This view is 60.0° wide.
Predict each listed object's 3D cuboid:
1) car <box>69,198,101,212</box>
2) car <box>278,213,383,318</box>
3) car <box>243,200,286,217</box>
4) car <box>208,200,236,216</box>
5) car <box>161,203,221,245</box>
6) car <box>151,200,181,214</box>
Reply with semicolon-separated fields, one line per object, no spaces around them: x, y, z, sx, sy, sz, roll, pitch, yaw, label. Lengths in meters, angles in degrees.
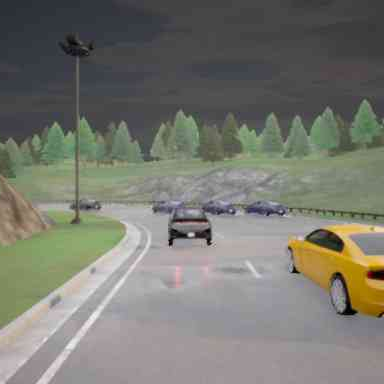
-12.286;1.450;38.244;4.674;1.442;1.812;0;-1;40;car
3.593;1.463;7.479;1.882;1.535;5.008;0;0;0;car
6.562;1.468;30.359;1.812;1.442;4.674;1;0;-25;car
2.299;1.466;31.160;1.812;1.442;4.674;1;0;-28;car
-0.227;1.462;15.425;2.128;1.511;4.902;0;0;-5;car
-2.243;1.463;32.055;1.812;1.442;4.674;1;0;-33;car
